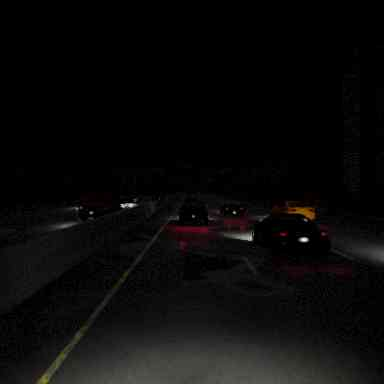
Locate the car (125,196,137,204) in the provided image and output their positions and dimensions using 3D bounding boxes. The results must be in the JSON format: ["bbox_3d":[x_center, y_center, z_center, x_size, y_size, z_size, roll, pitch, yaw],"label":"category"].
[{"bbox_3d":[-10.559,1.306,56.594,1.994,1.385,4.181,0,0,0],"label":"car"}]

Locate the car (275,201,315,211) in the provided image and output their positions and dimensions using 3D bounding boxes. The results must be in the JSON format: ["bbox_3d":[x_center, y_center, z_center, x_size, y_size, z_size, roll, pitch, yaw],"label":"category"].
[{"bbox_3d":[7.096,1.364,23.683,1.882,1.535,5.008,0,0,0],"label":"car"}]

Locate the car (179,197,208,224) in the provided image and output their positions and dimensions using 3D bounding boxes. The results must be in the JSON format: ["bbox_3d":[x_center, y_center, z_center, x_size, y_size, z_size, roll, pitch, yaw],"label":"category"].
[{"bbox_3d":[0.096,1.365,23.491,1.882,1.535,5.008,0,0,0],"label":"car"}]

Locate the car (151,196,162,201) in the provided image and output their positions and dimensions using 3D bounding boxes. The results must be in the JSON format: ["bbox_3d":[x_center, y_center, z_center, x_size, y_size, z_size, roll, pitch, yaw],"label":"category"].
[{"bbox_3d":[-7.149,1.375,67.265,1.895,1.301,4.718,0,0,-1],"label":"car"}]

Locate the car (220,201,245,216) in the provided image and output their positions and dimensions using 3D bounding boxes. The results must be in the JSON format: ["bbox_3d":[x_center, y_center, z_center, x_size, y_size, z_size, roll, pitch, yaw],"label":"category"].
[{"bbox_3d":[3.596,1.457,30.474,1.895,1.301,4.718,0,0,0],"label":"car"}]

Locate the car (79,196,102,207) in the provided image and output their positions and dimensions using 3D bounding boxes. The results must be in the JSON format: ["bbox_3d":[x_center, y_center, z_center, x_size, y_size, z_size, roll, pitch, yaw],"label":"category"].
[{"bbox_3d":[-14.079,1.311,46.550,1.812,1.442,4.674,0,0,0],"label":"car"}]

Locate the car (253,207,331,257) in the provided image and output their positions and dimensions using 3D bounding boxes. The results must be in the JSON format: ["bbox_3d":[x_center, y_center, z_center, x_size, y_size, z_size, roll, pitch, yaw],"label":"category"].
[{"bbox_3d":[3.598,1.499,12.686,1.994,1.385,4.181,0,0,0],"label":"car"}]

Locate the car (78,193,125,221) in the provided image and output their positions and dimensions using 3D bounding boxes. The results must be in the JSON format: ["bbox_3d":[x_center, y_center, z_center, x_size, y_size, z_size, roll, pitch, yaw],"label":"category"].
[{"bbox_3d":[-7.104,1.096,26.197,2.150,2.045,5.566,0,0,0],"label":"car"}]
